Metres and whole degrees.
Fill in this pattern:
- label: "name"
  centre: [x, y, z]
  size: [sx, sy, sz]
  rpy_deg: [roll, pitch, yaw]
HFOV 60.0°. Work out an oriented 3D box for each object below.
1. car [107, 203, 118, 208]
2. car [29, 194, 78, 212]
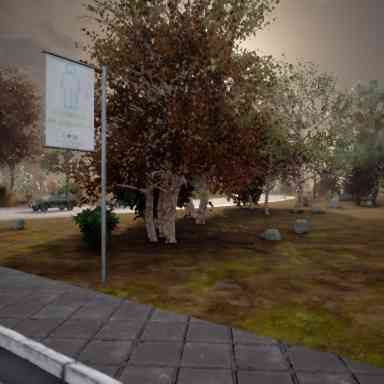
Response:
- label: "car"
  centre: [-10.155, 1.462, 48.182]
  size: [1.837, 1.490, 4.892]
  rpy_deg: [0, 0, 37]
- label: "car"
  centre: [-16.546, 1.212, 39.955]
  size: [2.150, 2.045, 5.566]
  rpy_deg: [0, 0, 38]
